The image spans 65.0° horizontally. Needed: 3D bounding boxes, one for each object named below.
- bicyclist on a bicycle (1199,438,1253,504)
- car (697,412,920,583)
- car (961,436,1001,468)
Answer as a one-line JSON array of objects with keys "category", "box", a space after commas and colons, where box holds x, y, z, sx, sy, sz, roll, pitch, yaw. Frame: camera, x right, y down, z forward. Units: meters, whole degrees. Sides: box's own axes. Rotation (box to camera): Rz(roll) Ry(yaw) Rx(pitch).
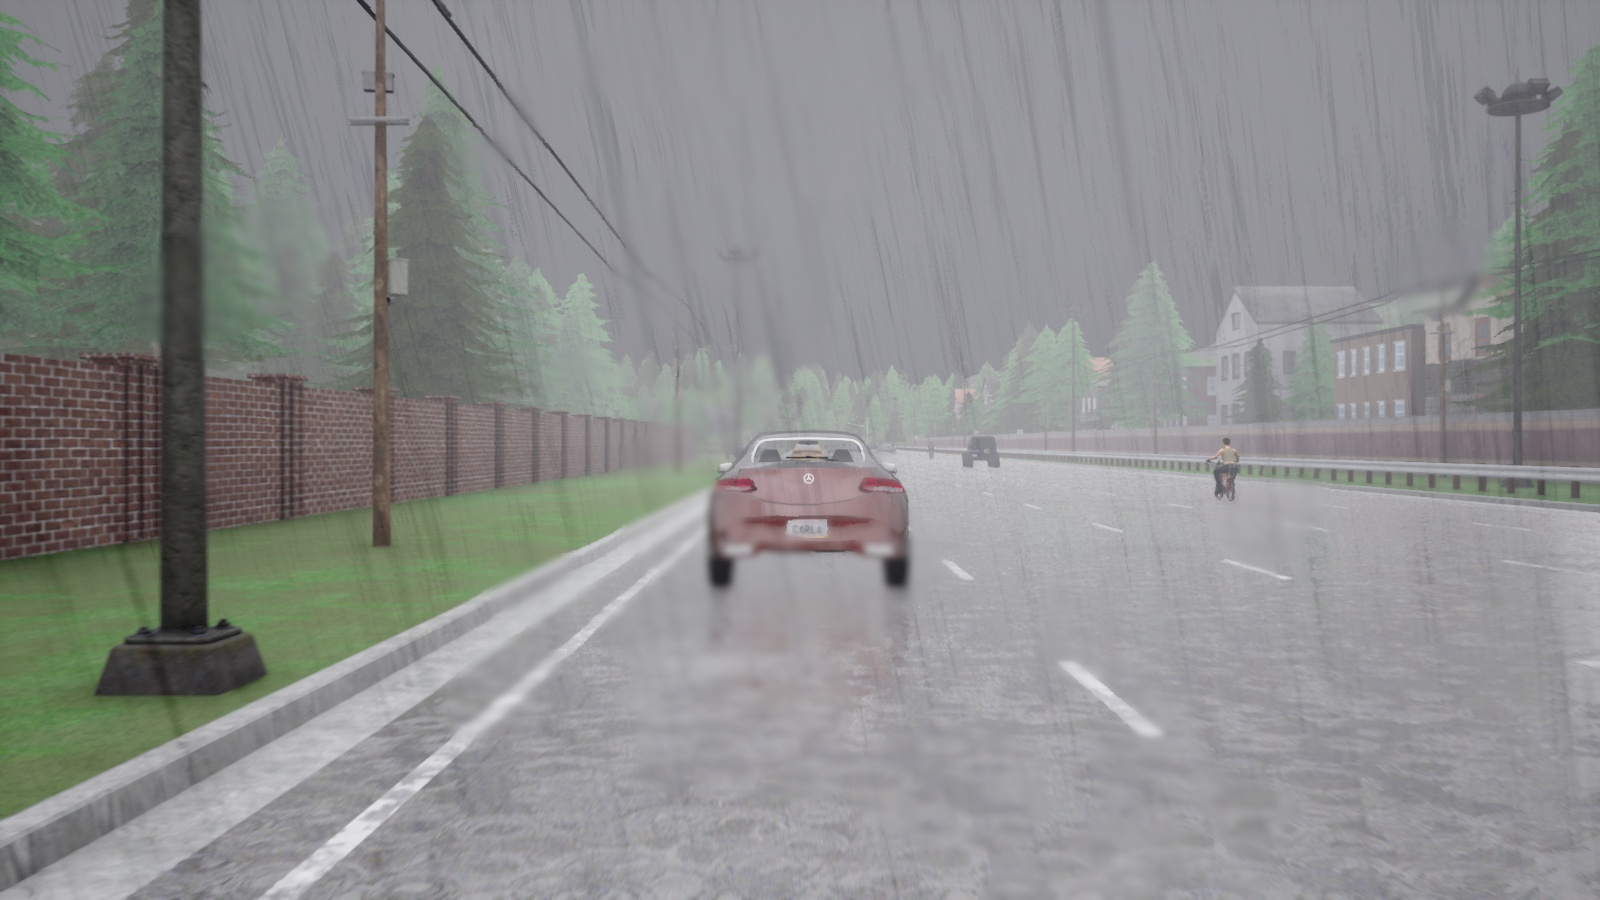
[{"category": "bicyclist on a bicycle", "box": [10.691, 0.514, 31.572, 0.866, 1.612, 1.509, 0, 0, 1]}, {"category": "car", "box": [0.099, 0.443, 14.639, 2.152, 1.651, 5.027, 0, 0, 0]}, {"category": "car", "box": [10.950, 0.123, 76.098, 1.905, 1.878, 3.866, 0, 0, 0]}]
